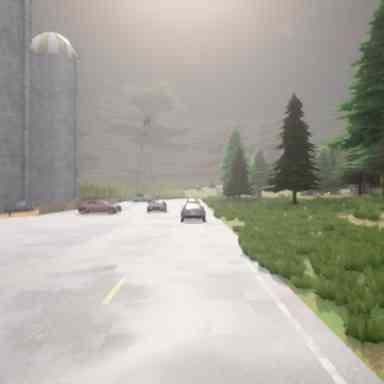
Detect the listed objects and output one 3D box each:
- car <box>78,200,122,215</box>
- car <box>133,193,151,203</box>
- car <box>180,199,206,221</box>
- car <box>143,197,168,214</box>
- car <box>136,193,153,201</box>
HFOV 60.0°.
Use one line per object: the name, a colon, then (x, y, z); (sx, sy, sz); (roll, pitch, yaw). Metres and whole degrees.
car: (-9.053, 1.487, 32.933); (4.181, 1.381, 1.994); (0, 0, -1)
car: (-9.533, 1.357, 65.942); (3.988, 1.617, 1.851); (0, 0, -1)
car: (0.094, 1.513, 26.612); (1.994, 1.385, 4.181); (0, 0, 0)
car: (-3.575, 1.497, 34.980); (1.994, 1.385, 4.181); (0, 0, 0)
car: (-11.886, 1.198, 82.788); (3.866, 1.878, 1.905); (0, 0, -31)
